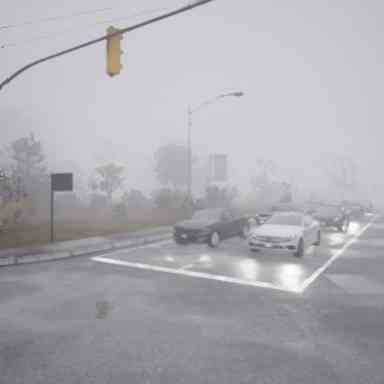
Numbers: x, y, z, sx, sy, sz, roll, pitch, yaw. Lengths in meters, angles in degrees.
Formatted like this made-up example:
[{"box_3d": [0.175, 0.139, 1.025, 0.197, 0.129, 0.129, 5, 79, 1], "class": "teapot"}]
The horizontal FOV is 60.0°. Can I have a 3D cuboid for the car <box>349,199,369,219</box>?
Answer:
[{"box_3d": [13.686, 1.494, 28.852, 2.128, 1.511, 4.902, 0, 0, 32], "class": "car"}]

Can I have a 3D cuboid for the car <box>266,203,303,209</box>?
[{"box_3d": [6.010, 1.607, 23.274, 1.895, 1.301, 4.718, 0, 0, 32], "class": "car"}]

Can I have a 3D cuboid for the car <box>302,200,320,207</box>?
[{"box_3d": [11.461, 1.497, 31.875, 2.128, 1.511, 4.902, 0, 0, 33], "class": "car"}]

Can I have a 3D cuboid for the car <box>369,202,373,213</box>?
[{"box_3d": [19.086, 1.529, 37.322, 1.812, 1.442, 4.674, 0, 0, 33], "class": "car"}]

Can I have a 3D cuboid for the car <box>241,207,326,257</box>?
[{"box_3d": [3.839, 1.529, 13.276, 1.812, 1.442, 4.674, 0, 0, 32], "class": "car"}]

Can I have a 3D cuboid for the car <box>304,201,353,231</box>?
[{"box_3d": [8.695, 1.529, 20.965, 1.812, 1.442, 4.674, 0, 0, 32], "class": "car"}]

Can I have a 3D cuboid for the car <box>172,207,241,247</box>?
[{"box_3d": [1.023, 1.483, 15.375, 1.882, 1.535, 5.008, 0, 0, 32], "class": "car"}]
